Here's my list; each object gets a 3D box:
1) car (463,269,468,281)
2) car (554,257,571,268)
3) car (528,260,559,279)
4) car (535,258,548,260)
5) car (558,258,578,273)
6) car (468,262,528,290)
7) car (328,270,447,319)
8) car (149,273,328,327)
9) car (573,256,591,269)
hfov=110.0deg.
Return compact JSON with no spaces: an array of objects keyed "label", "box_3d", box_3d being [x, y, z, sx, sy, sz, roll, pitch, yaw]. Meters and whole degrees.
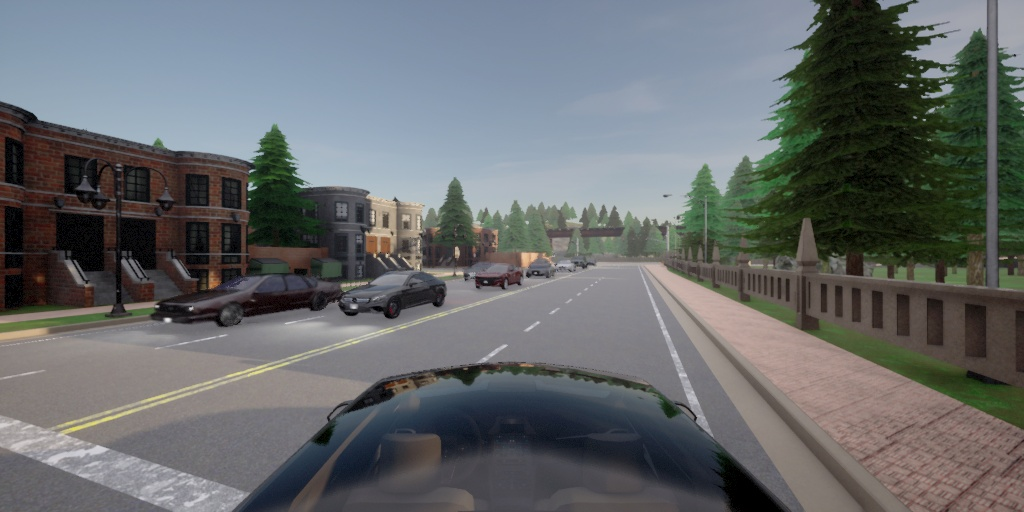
[{"label":"car","box_3d":[-2.285,1.238,29.184,2.128,1.511,4.902,0,0,19]},{"label":"car","box_3d":[8.656,1.090,61.219,2.097,1.767,4.553,0,0,19]},{"label":"car","box_3d":[2.661,1.309,32.843,1.994,1.385,4.181,0,0,19]},{"label":"car","box_3d":[3.624,1.094,46.509,2.097,1.767,4.553,0,0,19]},{"label":"car","box_3d":[6.672,1.268,44.597,1.812,1.442,4.674,0,0,19]},{"label":"car","box_3d":[-0.711,1.224,22.956,1.882,1.535,5.008,0,0,18]},{"label":"car","box_3d":[-4.063,1.274,13.123,1.812,1.442,4.674,0,0,19]},{"label":"car","box_3d":[-8.175,1.296,11.917,2.033,1.411,5.357,0,0,19]},{"label":"car","box_3d":[10.276,0.960,55.137,2.150,2.045,5.566,0,0,19]}]
